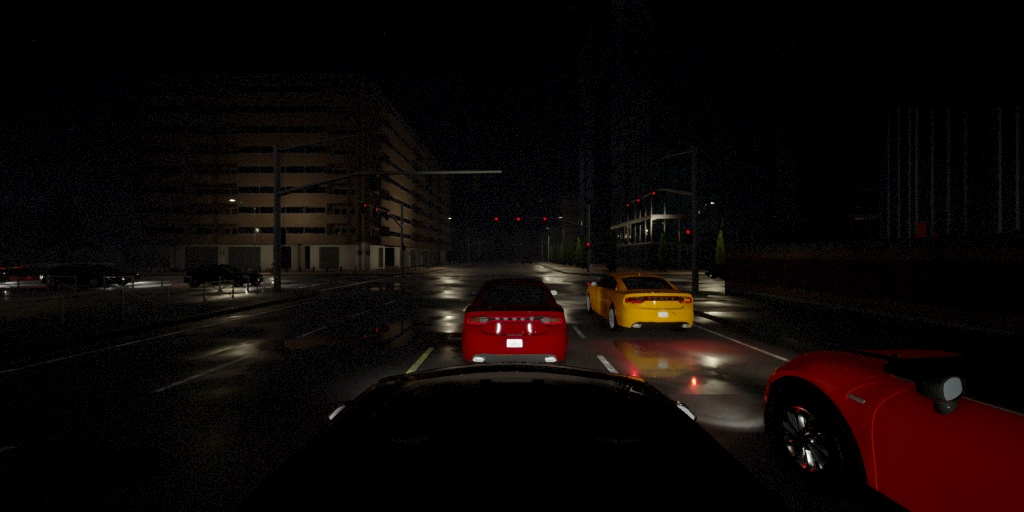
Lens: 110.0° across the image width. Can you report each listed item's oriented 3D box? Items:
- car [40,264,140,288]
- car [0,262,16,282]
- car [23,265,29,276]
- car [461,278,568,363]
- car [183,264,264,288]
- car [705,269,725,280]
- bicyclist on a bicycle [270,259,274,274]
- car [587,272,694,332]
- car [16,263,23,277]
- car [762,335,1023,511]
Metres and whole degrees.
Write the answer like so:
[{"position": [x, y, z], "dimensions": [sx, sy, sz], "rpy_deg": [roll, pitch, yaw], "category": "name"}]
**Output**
[{"position": [-28.665, 1.310, 24.210], "dimensions": [4.892, 1.490, 1.837], "rpy_deg": [0, 0, 0], "category": "car"}, {"position": [-42.245, 1.331, 27.780], "dimensions": [4.674, 1.442, 1.812], "rpy_deg": [0, 0, 0], "category": "car"}, {"position": [-50.342, 1.297, 34.947], "dimensions": [4.902, 1.511, 2.128], "rpy_deg": [0, 0, 1], "category": "car"}, {"position": [0.060, 1.228, 8.144], "dimensions": [1.882, 1.535, 5.008], "rpy_deg": [0, 0, 0], "category": "car"}, {"position": [-19.425, 1.331, 24.192], "dimensions": [4.674, 1.442, 1.812], "rpy_deg": [0, 0, 0], "category": "car"}, {"position": [19.527, 1.406, 31.220], "dimensions": [4.718, 1.301, 1.895], "rpy_deg": [0, 0, 0], "category": "car"}, {"position": [-25.531, 1.106, 38.680], "dimensions": [0.582, 1.620, 1.656], "rpy_deg": [0, 0, 0], "category": "bicyclist on a bicycle"}, {"position": [3.579, 1.228, 10.918], "dimensions": [1.882, 1.535, 5.008], "rpy_deg": [0, 0, 0], "category": "car"}, {"position": [-47.055, 1.294, 31.482], "dimensions": [4.902, 1.511, 2.128], "rpy_deg": [0, 0, 0], "category": "car"}, {"position": [3.600, 1.102, 1.772], "dimensions": [2.097, 1.767, 4.553], "rpy_deg": [0, 0, 0], "category": "car"}]
